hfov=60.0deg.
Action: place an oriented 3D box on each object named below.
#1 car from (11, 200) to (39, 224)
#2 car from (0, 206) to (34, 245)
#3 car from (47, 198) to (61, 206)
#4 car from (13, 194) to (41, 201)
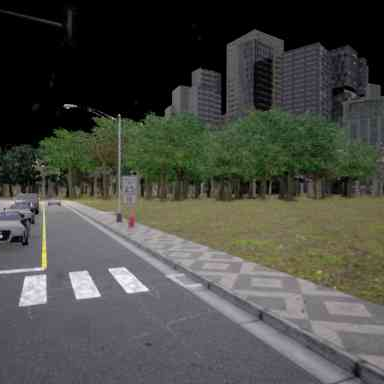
[{"bbox_3d":[-12.295,1.535,23.760,1.994,1.385,4.181,0,0,-24],"label":"car"},{"bbox_3d":[-8.278,1.545,14.695,1.994,1.385,4.181,0,0,-24],"label":"car"},{"bbox_3d":[-21.603,1.528,52.031,1.895,1.301,4.718,0,0,-24],"label":"car"},{"bbox_3d":[-16.608,1.178,33.560,2.150,2.045,5.566,0,0,-24],"label":"car"}]
